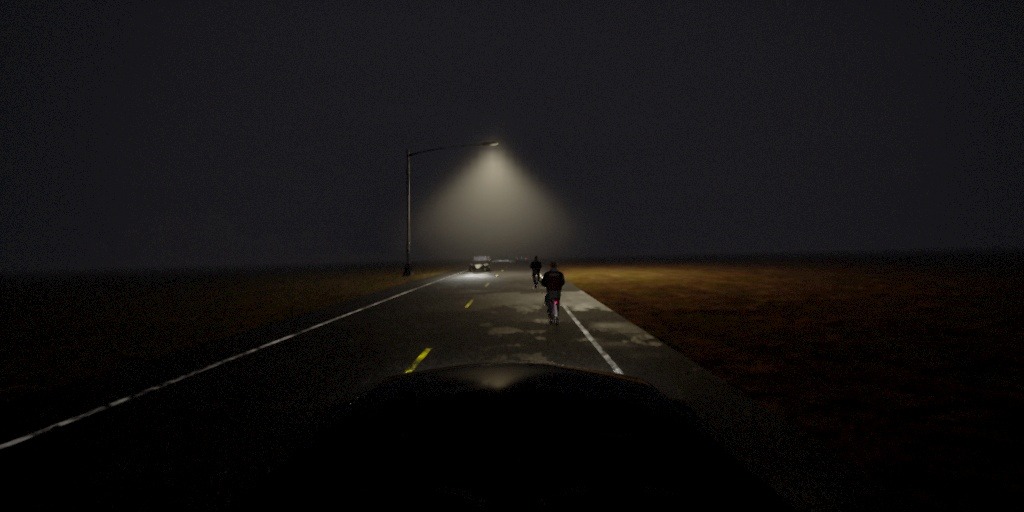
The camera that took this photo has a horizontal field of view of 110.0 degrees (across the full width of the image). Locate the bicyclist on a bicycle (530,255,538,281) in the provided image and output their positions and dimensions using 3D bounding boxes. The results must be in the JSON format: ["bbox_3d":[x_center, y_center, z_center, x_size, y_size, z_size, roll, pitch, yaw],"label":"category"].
[{"bbox_3d":[1.216,0.845,18.172,0.659,1.776,1.843,0,1,1],"label":"bicyclist on a bicycle"}]

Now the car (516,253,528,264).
[{"bbox_3d":[1.507,0.408,54.928,2.033,1.411,5.357,0,1,2],"label":"car"}]

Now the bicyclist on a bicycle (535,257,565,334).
[{"bbox_3d":[1.044,0.995,9.203,0.659,1.776,1.843,0,1,1],"label":"bicyclist on a bicycle"}]

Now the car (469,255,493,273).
[{"bbox_3d":[-2.858,0.705,33.583,2.128,1.511,4.902,0,1,2],"label":"car"}]
